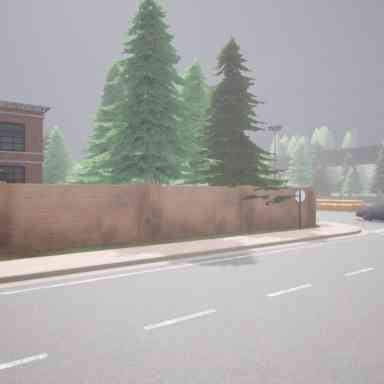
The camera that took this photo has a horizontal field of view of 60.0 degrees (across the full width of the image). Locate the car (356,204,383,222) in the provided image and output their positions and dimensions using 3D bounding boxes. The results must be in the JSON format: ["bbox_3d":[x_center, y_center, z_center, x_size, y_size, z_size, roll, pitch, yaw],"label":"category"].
[{"bbox_3d":[14.313,1.547,23.893,2.033,1.411,5.357,0,0,-15],"label":"car"}]

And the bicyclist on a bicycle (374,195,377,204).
[{"bbox_3d":[30.148,1.301,54.262,1.656,1.620,0.582,0,0,-35],"label":"bicyclist on a bicycle"}]

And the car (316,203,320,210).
[{"bbox_3d":[13.078,1.491,40.325,2.128,1.511,4.902,0,0,-35],"label":"car"}]
